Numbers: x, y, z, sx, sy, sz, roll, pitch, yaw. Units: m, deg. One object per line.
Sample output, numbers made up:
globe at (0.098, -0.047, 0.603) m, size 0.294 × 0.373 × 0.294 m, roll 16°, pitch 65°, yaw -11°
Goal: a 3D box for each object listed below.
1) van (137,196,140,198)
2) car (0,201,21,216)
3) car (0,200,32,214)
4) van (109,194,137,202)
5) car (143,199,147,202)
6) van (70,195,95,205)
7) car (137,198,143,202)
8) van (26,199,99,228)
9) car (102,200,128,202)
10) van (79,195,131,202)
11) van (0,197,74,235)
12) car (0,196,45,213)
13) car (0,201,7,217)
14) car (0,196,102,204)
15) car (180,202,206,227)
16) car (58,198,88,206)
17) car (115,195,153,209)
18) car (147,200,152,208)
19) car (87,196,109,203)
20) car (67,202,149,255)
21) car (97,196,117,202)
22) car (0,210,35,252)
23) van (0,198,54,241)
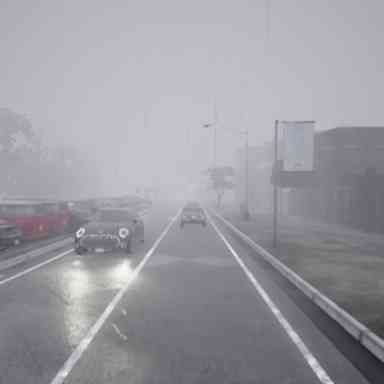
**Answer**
van at (-9.093, 1.566, 43.226) m, size 4.442 × 1.987 × 1.878 m, roll 0°, pitch 0°, yaw 0°
car at (-22.042, 1.778, 36.867) m, size 5.008 × 1.535 × 2.097 m, roll 0°, pitch 0°, yaw 0°
car at (-22.045, 1.786, 39.645) m, size 4.892 × 1.521 × 2.231 m, roll 0°, pitch 0°, yaw 0°
van at (-8.852, 1.555, 37.616) m, size 4.442 × 1.987 × 1.878 m, roll 0°, pitch 0°, yaw 0°
car at (-8.983, 1.837, 46.029) m, size 4.674 × 1.452 × 2.002 m, roll 0°, pitch 0°, yaw 0°
van at (-22.207, 1.608, 67.400) m, size 4.442 × 1.987 × 1.878 m, roll 0°, pitch 0°, yaw 0°
car at (-8.967, 1.786, 40.422) m, size 5.008 × 1.535 × 2.097 m, roll 0°, pitch 0°, yaw 0°
van at (-9.065, 1.478, 23.593) m, size 4.442 × 1.987 × 1.878 m, roll 0°, pitch 0°, yaw 0°
car at (-8.990, 1.790, 32.010) m, size 4.792 × 1.488 × 2.163 m, roll 0°, pitch 0°, yaw 0°
van at (-9.081, 1.545, 34.814) m, size 4.442 × 1.987 × 1.878 m, roll 0°, pitch 0°, yaw 0°
van at (-9.057, 1.424, 17.989) m, size 4.442 × 1.987 × 1.878 m, roll 0°, pitch -1°, yaw 0°
car at (-22.026, 1.539, 42.420) m, size 5.566 × 2.045 × 2.435 m, roll 0°, pitch 0°, yaw 0°
car at (-22.228, 1.765, 34.090) m, size 5.366 × 1.575 × 1.946 m, roll 0°, pitch 0°, yaw 0°
car at (-8.917, 1.426, 20.793) m, size 5.566 × 2.045 × 2.435 m, roll 0°, pitch -1°, yaw 0°
car at (0.099, 1.749, 24.701) m, size 2.033 × 1.411 × 5.357 m, roll 0°, pitch 0°, yaw 0°
car at (-22.053, 1.854, 61.850) m, size 4.792 × 1.488 × 2.163 m, roll 0°, pitch 0°, yaw 0°
car at (-8.960, 1.555, 51.636) m, size 5.566 × 2.045 × 2.435 m, roll 0°, pitch 0°, yaw 0°
car at (-8.799, 1.798, 48.832) m, size 5.366 × 1.575 × 1.946 m, roll 0°, pitch 0°, yaw 0°
car at (-22.138, 1.730, 78.503) m, size 4.553 × 1.767 × 2.185 m, roll 0°, pitch 0°, yaw 0°
car at (-3.251, 1.475, 13.918) m, size 2.097 × 1.767 × 4.553 m, roll 0°, pitch 0°, yaw 0°
car at (-22.147, 1.904, 86.828) m, size 4.792 × 1.488 × 2.163 m, roll 0°, pitch 0°, yaw 0°
car at (-8.926, 1.597, 12.380) m, size 4.892 × 1.521 × 2.231 m, roll 0°, pitch -1°, yaw 0°
van at (-9.053, 1.397, 15.186) m, size 4.442 × 1.987 × 1.878 m, roll 0°, pitch -1°, yaw 0°
